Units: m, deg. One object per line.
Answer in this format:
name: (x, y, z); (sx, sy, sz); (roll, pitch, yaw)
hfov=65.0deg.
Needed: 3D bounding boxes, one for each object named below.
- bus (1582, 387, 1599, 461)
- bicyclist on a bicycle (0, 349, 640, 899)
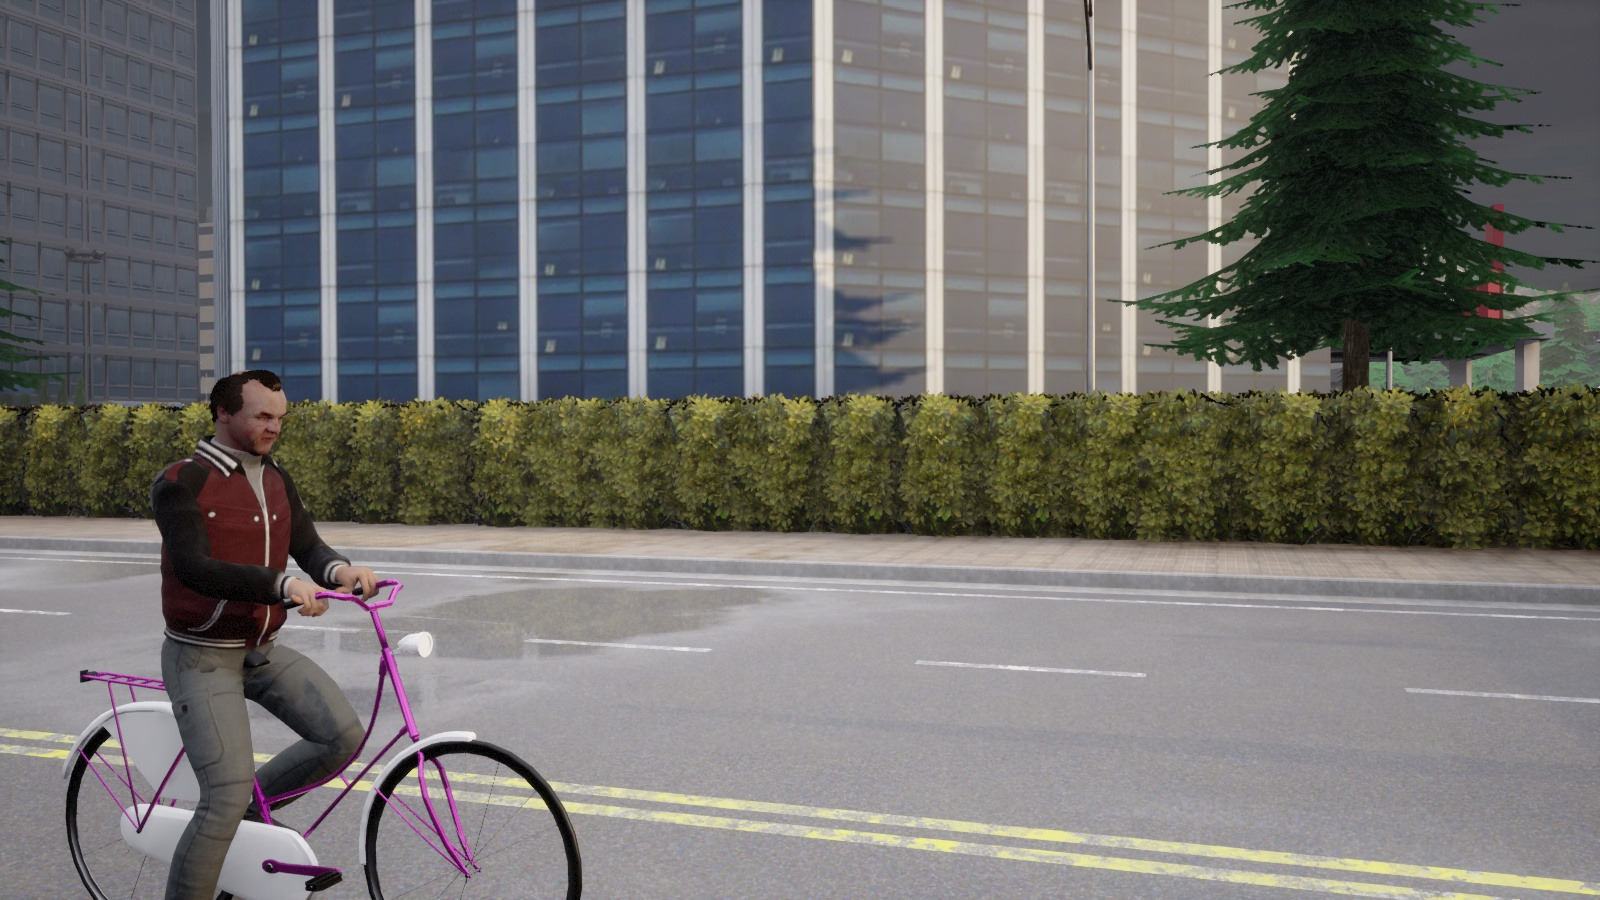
bus: (47.885, -1.550, 71.348); (3.944, 4.253, 10.273); (-2, 0, 21)
bicyclist on a bicycle: (-1.451, 0.633, 3.680); (1.843, 1.776, 0.659); (0, 1, 19)
